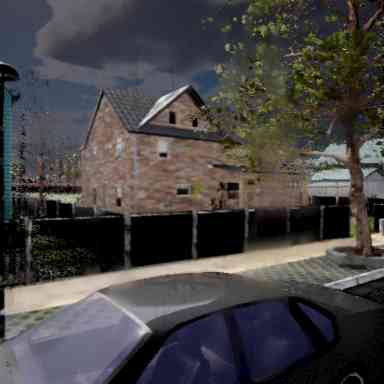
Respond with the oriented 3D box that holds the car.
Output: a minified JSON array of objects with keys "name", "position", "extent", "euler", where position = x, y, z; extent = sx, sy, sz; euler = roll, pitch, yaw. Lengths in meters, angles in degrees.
[{"name":"car","position":[-0.183,1.548,2.940],"extent":[5.357,1.411,2.033],"euler":[0,0,-35]}]
